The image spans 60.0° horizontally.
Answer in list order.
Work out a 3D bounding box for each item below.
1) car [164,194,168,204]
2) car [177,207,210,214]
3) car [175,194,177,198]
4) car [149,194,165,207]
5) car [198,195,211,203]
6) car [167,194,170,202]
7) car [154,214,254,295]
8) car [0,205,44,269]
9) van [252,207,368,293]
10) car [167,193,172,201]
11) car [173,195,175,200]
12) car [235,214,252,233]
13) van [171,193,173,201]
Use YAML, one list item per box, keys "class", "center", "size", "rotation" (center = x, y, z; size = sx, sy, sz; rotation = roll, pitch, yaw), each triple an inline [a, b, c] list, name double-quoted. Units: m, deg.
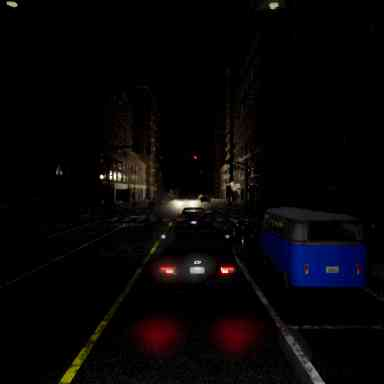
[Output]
- class: "car"
  center: [-5.702, 1.517, 57.706]
  size: [2.008, 1.369, 4.403]
  rotation: [0, 0, 0]
- class: "car"
  center: [0.090, 1.557, 19.200]
  size: [1.994, 1.385, 4.181]
  rotation: [0, 0, 0]
- class: "car"
  center: [-5.719, 1.283, 84.961]
  size: [2.192, 1.841, 5.009]
  rotation: [0, 0, 0]
- class: "car"
  center: [-5.699, 1.494, 52.086]
  size: [1.752, 1.417, 4.829]
  rotation: [0, 0, 0]
- class: "car"
  center: [2.816, 1.404, 68.649]
  size: [1.967, 1.590, 4.097]
  rotation: [0, 0, 0]
- class: "car"
  center: [-5.706, 1.510, 63.157]
  size: [1.887, 1.381, 4.507]
  rotation: [0, 0, 0]
- class: "car"
  center: [0.096, 1.546, 8.881]
  size: [2.033, 1.411, 5.357]
  rotation: [0, 0, 0]
- class: "car"
  center: [-5.674, 1.313, 8.567]
  size: [2.192, 1.841, 5.009]
  rotation: [0, 0, 0]
- class: "van"
  center: [2.850, 1.339, 8.612]
  size: [1.690, 1.788, 3.998]
  rotation: [0, 0, 0]
- class: "car"
  center: [-5.709, 1.509, 68.608]
  size: [1.887, 1.381, 4.507]
  rotation: [0, 0, 0]
- class: "car"
  center: [-5.715, 1.517, 79.510]
  size: [2.008, 1.369, 4.403]
  rotation: [0, 0, 0]
- class: "car"
  center: [2.848, 1.562, 14.272]
  size: [1.947, 1.339, 4.313]
  rotation: [0, 0, 0]
- class: "van"
  center: [-5.712, 1.306, 74.059]
  size: [1.690, 1.788, 3.998]
  rotation: [0, 0, 0]
